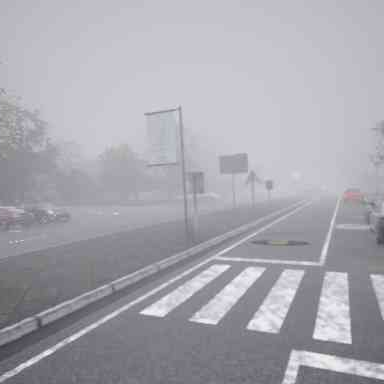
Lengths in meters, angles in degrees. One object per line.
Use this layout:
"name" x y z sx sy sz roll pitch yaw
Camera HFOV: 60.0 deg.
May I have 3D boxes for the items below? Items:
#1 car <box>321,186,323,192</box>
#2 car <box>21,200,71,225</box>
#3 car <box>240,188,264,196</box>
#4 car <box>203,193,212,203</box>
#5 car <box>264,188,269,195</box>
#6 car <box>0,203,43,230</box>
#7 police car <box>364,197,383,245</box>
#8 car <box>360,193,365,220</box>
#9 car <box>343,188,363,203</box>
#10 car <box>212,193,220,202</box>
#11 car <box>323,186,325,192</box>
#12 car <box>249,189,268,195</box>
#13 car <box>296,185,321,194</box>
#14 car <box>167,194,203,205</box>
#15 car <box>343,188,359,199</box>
"car" 28.639 -0.539 81.851 5.566 2.045 2.435 -2 0 25
"car" -11.506 1.481 25.360 4.553 1.767 2.185 -2 1 24
"car" 14.476 0.187 82.211 5.008 1.535 2.097 -2 1 25
"car" -0.010 0.977 50.461 4.892 1.521 2.231 -2 1 25
"car" 16.778 0.080 87.280 5.008 1.535 2.097 -2 0 25
"car" -12.749 1.719 22.448 4.674 1.452 2.002 -2 1 24
"police car" 8.120 1.008 13.020 1.930 1.638 5.238 -2 1 24
"car" 10.566 0.975 18.385 1.812 1.442 4.674 -2 1 25
"car" 19.155 0.302 39.552 2.097 1.767 4.553 -2 1 25
"car" 1.338 0.902 53.443 5.008 1.535 2.097 -2 1 25
"car" 32.127 -0.674 89.503 5.566 2.045 2.435 -2 0 25
"car" 17.938 0.073 89.814 4.674 1.452 2.002 -2 0 25
"car" 27.516 -0.235 79.290 4.892 1.521 2.231 -2 0 25
"car" -1.370 1.091 47.483 4.674 1.452 2.002 -2 1 25
"car" 24.418 0.205 51.156 2.033 1.411 5.357 -2 1 25
